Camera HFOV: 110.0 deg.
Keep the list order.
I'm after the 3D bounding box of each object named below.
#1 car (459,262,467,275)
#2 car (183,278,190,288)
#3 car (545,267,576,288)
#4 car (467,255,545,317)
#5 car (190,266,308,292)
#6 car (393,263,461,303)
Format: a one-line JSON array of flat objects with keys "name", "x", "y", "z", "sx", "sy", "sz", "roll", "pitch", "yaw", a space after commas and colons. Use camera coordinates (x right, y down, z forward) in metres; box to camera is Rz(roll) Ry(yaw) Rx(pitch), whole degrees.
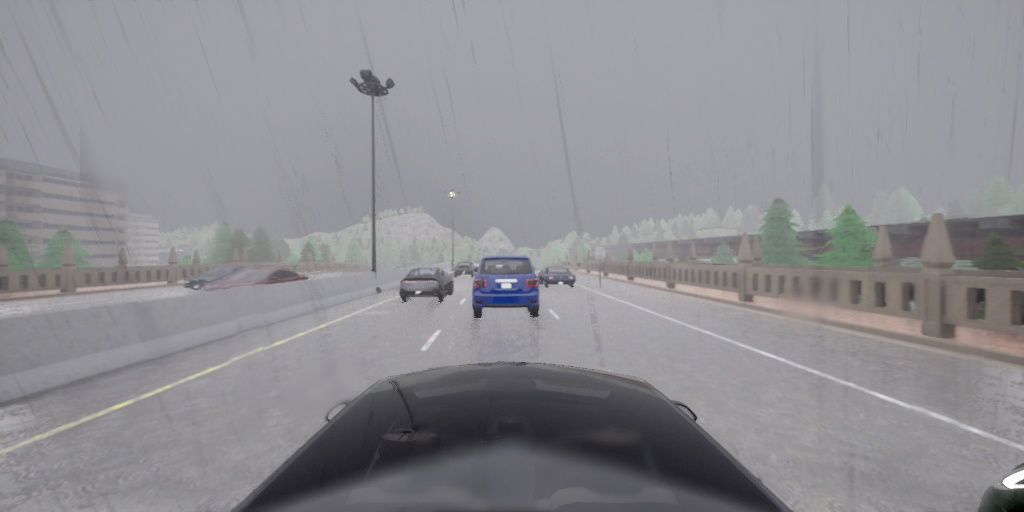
[{"name": "car", "x": -4.501, "y": 1.313, "z": 35.182, "sx": 1.837, "sy": 1.490, "sz": 4.892, "roll": 0, "pitch": 0, "yaw": -2}, {"name": "car", "x": -18.302, "y": 1.406, "z": 23.393, "sx": 2.033, "sy": 1.411, "sz": 5.357, "roll": 0, "pitch": 0, "yaw": -2}, {"name": "car", "x": 2.891, "y": 1.362, "z": 24.020, "sx": 1.895, "sy": 1.301, "sz": 4.718, "roll": 0, "pitch": 0, "yaw": -2}, {"name": "car", "x": -0.253, "y": 0.985, "z": 13.356, "sx": 2.150, "sy": 2.045, "sz": 5.566, "roll": 0, "pitch": 0, "yaw": -2}, {"name": "car", "x": -11.035, "y": 1.294, "z": 15.878, "sx": 1.882, "sy": 1.535, "sz": 5.008, "roll": 0, "pitch": 0, "yaw": -2}, {"name": "car", "x": -3.879, "y": 1.276, "z": 16.947, "sx": 2.128, "sy": 1.511, "sz": 4.902, "roll": 0, "pitch": 0, "yaw": -2}]
